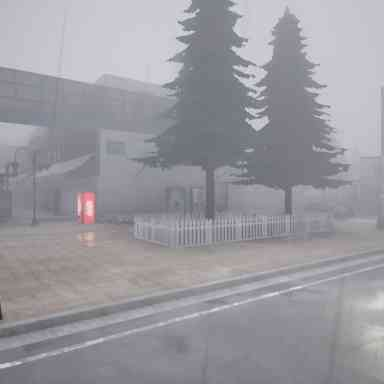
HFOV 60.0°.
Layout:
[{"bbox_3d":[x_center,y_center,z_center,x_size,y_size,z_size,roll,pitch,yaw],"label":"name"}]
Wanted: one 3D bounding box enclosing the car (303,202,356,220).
[{"bbox_3d":[11.423,1.548,27.966,1.994,1.385,4.181,0,0,-34],"label":"car"}]
